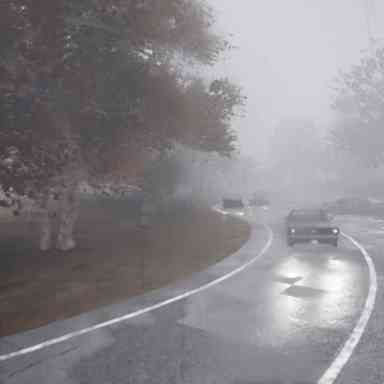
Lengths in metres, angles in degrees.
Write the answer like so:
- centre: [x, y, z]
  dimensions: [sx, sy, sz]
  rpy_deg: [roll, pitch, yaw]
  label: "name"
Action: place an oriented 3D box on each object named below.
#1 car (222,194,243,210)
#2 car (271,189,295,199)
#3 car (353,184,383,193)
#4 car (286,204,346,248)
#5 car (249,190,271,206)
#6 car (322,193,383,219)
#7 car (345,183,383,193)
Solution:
- centre: [4.107, 0.937, 34.421]
  dimensions: [1.882, 1.535, 5.008]
  rpy_deg: [-2, 1, 2]
  label: "car"
- centre: [14.062, 0.235, 52.818]
  dimensions: [5.008, 1.535, 1.882]
  rpy_deg: [-3, 1, -29]
  label: "car"
- centre: [29.703, -0.546, 55.697]
  dimensions: [4.674, 1.442, 1.812]
  rpy_deg: [-1, 1, 12]
  label: "car"
- centre: [5.004, 1.444, 14.202]
  dimensions: [1.895, 1.301, 4.718]
  rpy_deg: [-2, 1, 15]
  label: "car"
- centre: [7.720, 0.630, 38.248]
  dimensions: [2.097, 1.767, 4.553]
  rpy_deg: [-1, 1, 13]
  label: "car"
- centre: [11.691, 1.015, 23.022]
  dimensions: [2.033, 1.411, 5.357]
  rpy_deg: [-3, 1, -39]
  label: "car"
- centre: [27.340, -0.388, 52.727]
  dimensions: [5.566, 2.045, 2.150]
  rpy_deg: [0, 1, 8]
  label: "car"
